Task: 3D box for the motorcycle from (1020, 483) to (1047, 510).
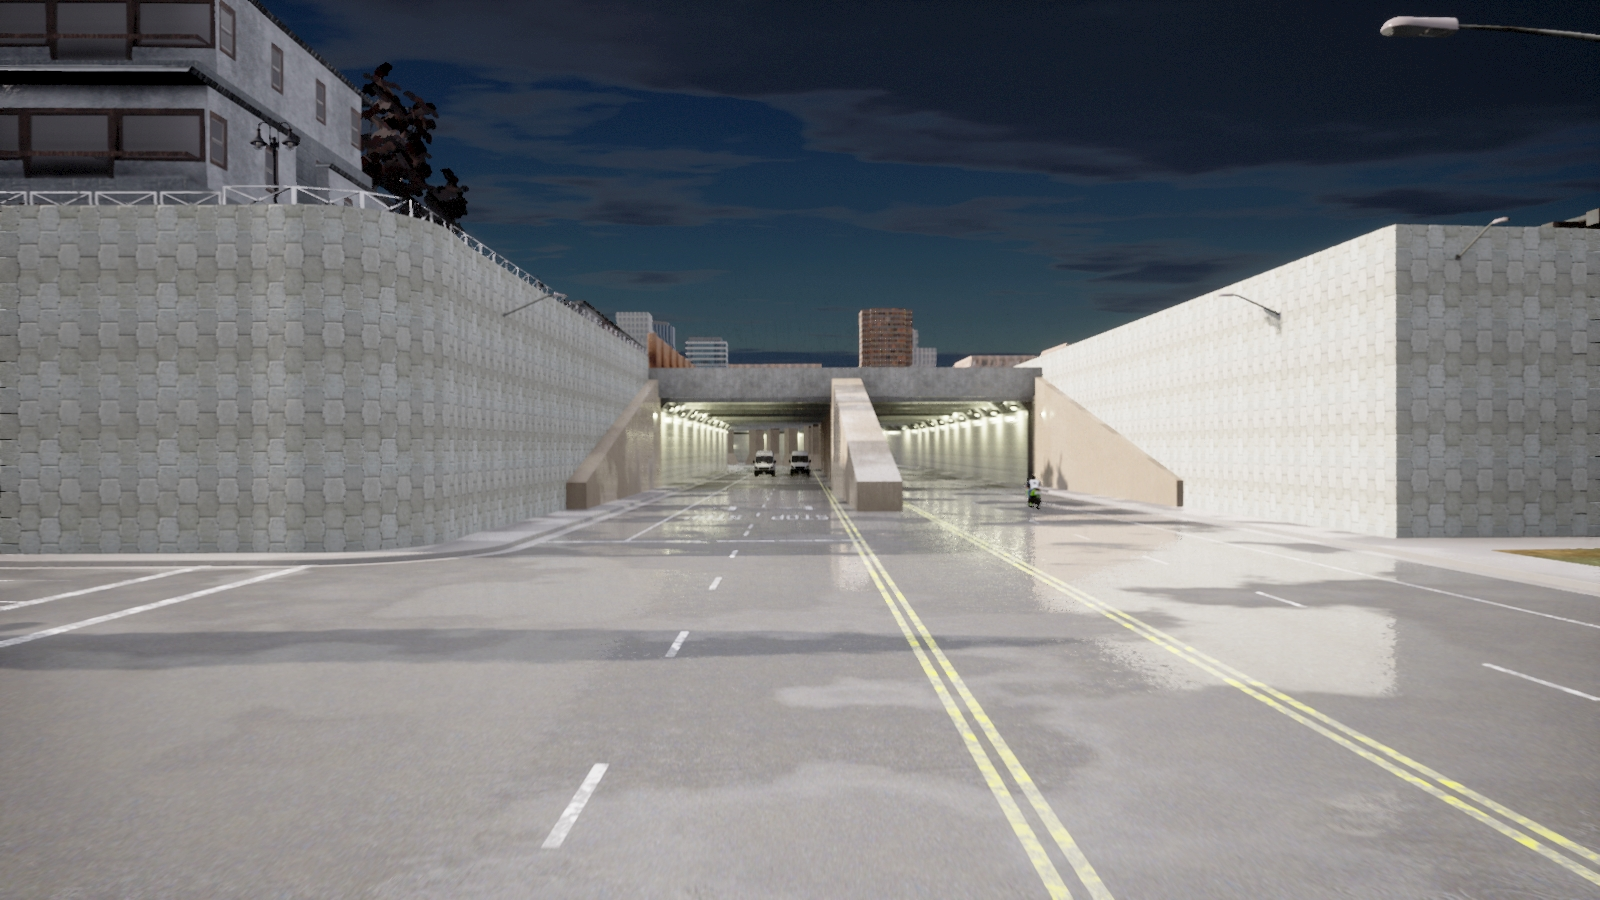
[{"bbox_3d":[10.477,2.084,51.327,0.803,1.145,2.033,0,0,0],"label":"motorcycle"}]
